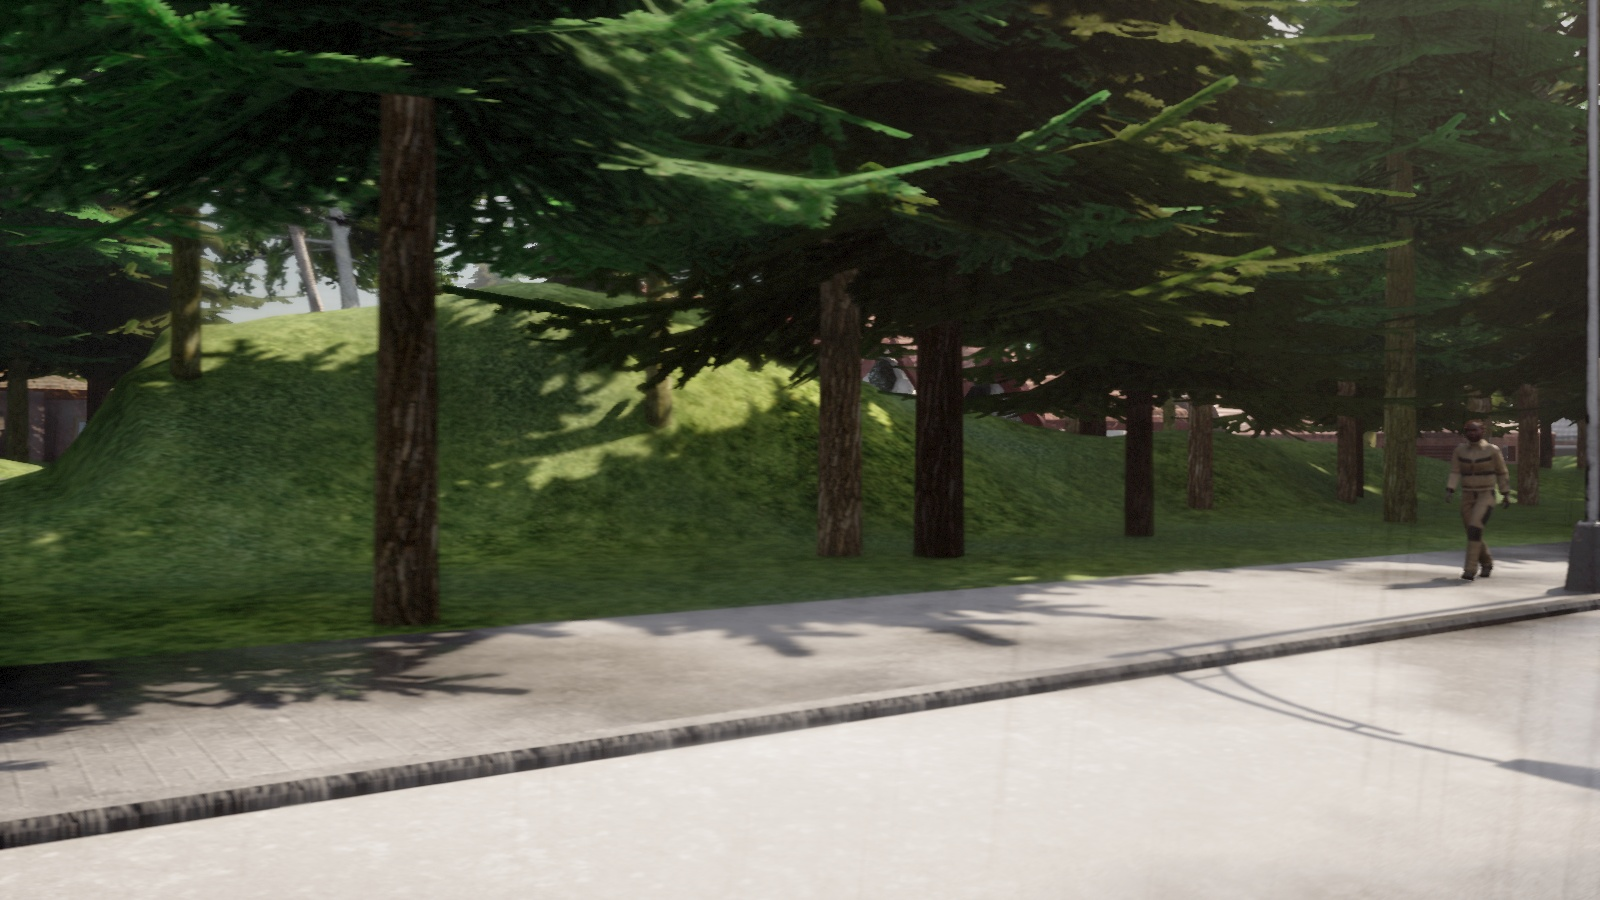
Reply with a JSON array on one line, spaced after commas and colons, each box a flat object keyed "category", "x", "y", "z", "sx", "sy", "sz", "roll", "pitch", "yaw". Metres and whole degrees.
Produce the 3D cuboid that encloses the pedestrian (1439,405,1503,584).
[{"category": "pedestrian", "x": 7.446, "y": 0.485, "z": 13.931, "sx": 0.692, "sy": 1.930, "sz": 0.396, "roll": 0, "pitch": 0, "yaw": -41}]
